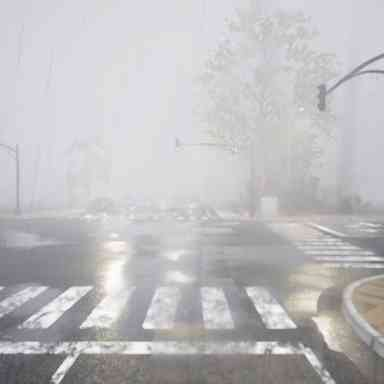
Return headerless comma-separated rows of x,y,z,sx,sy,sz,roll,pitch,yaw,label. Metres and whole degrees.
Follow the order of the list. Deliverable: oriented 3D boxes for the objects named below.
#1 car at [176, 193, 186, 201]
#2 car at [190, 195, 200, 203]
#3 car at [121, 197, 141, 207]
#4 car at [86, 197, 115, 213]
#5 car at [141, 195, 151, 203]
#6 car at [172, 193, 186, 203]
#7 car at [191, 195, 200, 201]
-2.521,1.118,75.375,2.097,1.767,4.553,0,0,1,car
0.560,1.457,65.285,1.994,1.385,4.181,0,0,1,car
-9.503,1.449,50.600,1.812,1.442,4.674,0,0,1,car
-9.772,1.304,35.848,2.097,1.767,4.553,0,0,1,car
-9.181,1.401,65.995,1.812,1.442,4.674,0,1,1,car
-2.688,1.418,65.372,1.812,1.442,4.674,0,0,1,car
0.729,1.317,75.352,1.994,1.385,4.181,0,0,1,car
